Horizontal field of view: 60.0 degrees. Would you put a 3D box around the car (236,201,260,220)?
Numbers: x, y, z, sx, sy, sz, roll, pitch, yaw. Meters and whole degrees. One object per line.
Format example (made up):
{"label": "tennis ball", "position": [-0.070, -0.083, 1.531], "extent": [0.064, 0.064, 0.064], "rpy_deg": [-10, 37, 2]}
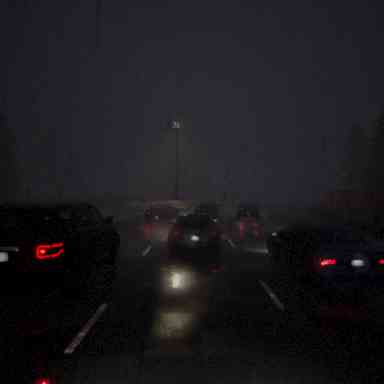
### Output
{"label": "car", "position": [4.915, 1.562, 29.122], "extent": [2.128, 1.511, 4.902], "rpy_deg": [0, 0, 9]}

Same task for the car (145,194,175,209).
{"label": "car", "position": [-4.617, 1.339, 48.888], "extent": [2.150, 2.045, 5.566], "rpy_deg": [0, 0, 20]}

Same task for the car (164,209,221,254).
{"label": "car", "position": [0.118, 1.597, 13.629], "extent": [1.994, 1.385, 4.181], "rpy_deg": [0, 0, 1]}

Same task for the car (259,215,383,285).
{"label": "car", "position": [3.570, 1.571, 9.635], "extent": [2.033, 1.411, 5.357], "rpy_deg": [0, 0, 1]}

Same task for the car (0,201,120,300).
{"label": "car", "position": [-3.428, 1.244, 8.595], "extent": [2.150, 2.045, 5.566], "rpy_deg": [0, 0, 0]}

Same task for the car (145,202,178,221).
{"label": "car", "position": [-2.403, 1.668, 27.687], "extent": [1.895, 1.301, 4.718], "rpy_deg": [0, 0, 8]}

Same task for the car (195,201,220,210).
{"label": "car", "position": [1.384, 1.562, 29.202], "extent": [2.128, 1.511, 4.902], "rpy_deg": [0, 0, 9]}
